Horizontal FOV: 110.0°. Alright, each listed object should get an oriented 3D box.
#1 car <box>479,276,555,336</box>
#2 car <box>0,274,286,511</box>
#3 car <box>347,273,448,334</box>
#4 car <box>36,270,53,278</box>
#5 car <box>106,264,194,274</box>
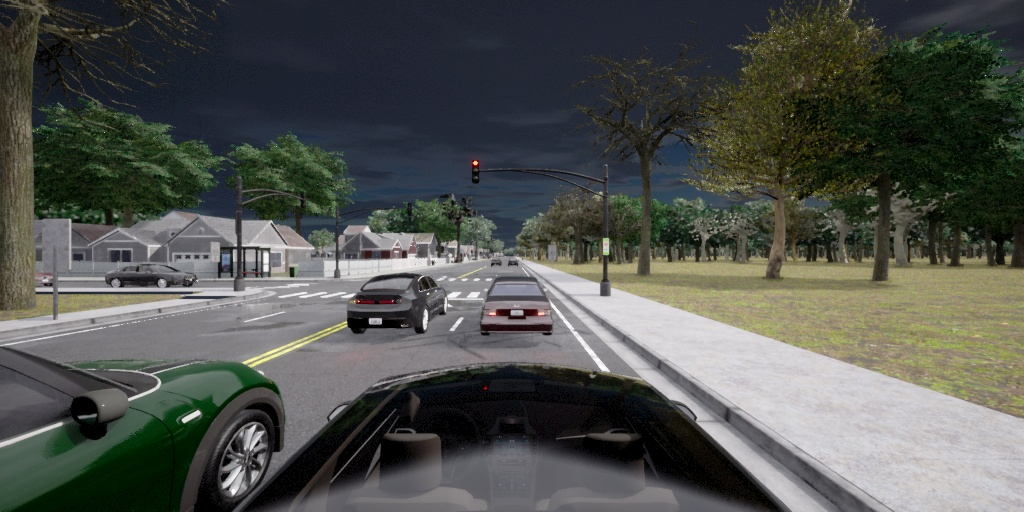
[{"bbox_3d":[0.112,1.297,10.410,2.033,1.411,5.357,0,0,0],"label":"car"},{"bbox_3d":[-3.148,1.102,1.463,2.097,1.767,4.553,0,0,0],"label":"car"},{"bbox_3d":[-3.145,1.254,10.661,1.837,1.490,4.892,0,0,0],"label":"car"},{"bbox_3d":[-32.201,1.322,22.967,4.674,1.442,1.812,0,0,0],"label":"car"},{"bbox_3d":[-22.913,1.285,22.893,4.892,1.490,1.837,0,0,0],"label":"car"}]
